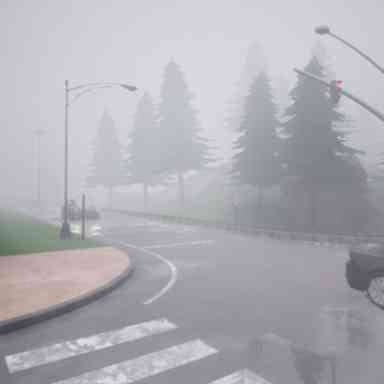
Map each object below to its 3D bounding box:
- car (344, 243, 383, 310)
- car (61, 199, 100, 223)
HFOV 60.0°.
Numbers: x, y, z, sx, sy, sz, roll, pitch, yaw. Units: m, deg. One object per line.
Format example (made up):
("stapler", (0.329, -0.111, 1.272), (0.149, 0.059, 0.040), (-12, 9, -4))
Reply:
("car", (5.275, 1.554, 5.768), (1.882, 1.535, 5.008), (1, 0, -34))
("car", (-9.016, 1.387, 26.735), (2.097, 1.767, 4.553), (0, -1, -34))
